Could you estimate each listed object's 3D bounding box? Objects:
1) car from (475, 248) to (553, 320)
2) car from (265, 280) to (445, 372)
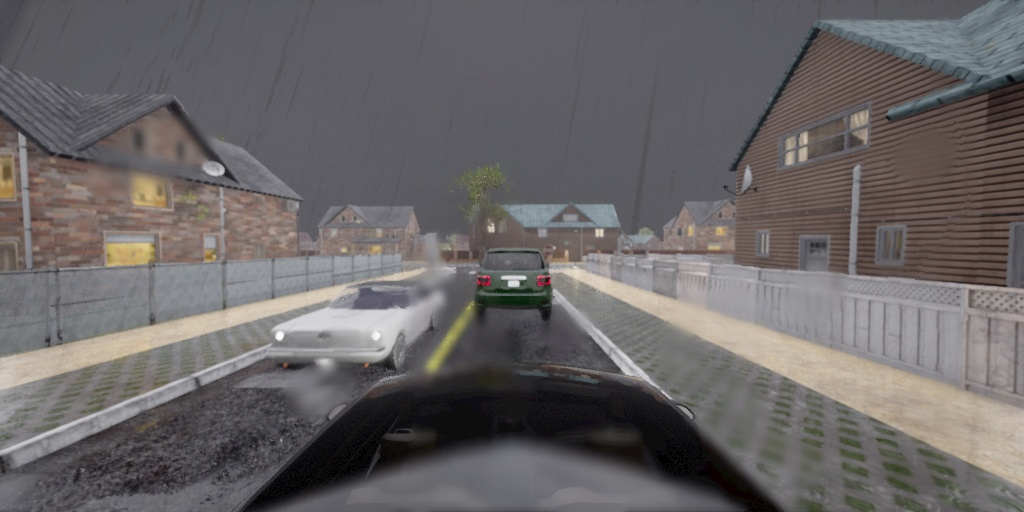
[{"bbox_3d":[0.088,0.757,11.798,2.150,2.045,5.566,0,1,1],"label":"car"},{"bbox_3d":[-2.751,1.228,7.502,1.895,1.301,4.718,0,1,0],"label":"car"}]
